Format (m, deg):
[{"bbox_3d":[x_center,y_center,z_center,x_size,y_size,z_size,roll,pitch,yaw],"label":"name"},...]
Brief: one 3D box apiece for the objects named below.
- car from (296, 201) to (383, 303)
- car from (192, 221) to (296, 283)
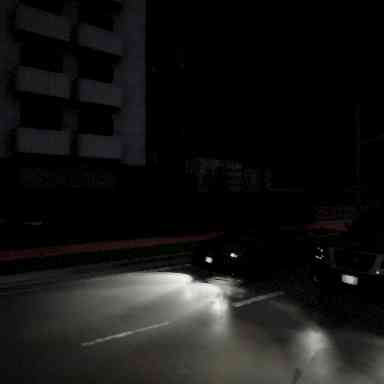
[{"bbox_3d":[5.109,1.227,7.622,5.566,2.045,2.150,0,0,-35],"label":"car"},{"bbox_3d":[2.062,1.569,9.748,4.181,1.385,1.994,0,0,-35],"label":"car"}]
